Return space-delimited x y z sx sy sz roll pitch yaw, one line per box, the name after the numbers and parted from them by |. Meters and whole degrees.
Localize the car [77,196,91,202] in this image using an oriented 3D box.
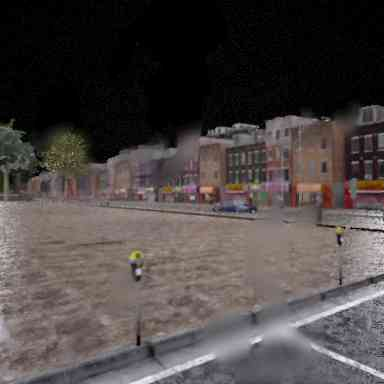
-23.897 1.636 73.468 1.882 1.535 5.008 -1 0 -35 | car

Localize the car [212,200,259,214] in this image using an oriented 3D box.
4.248 1.478 33.740 2.033 1.411 5.357 -1 0 -35 | car
